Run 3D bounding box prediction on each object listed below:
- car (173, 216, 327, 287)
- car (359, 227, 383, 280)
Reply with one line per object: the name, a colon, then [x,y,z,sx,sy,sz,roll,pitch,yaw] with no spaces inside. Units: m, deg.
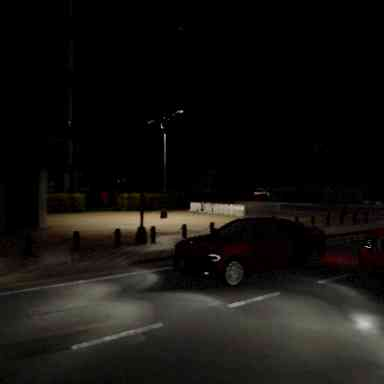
car: [1.799,1.484,9.533,5.008,1.535,1.882,0,0,-35]
car: [6.809,1.232,8.761,5.566,2.045,2.150,0,0,-32]
